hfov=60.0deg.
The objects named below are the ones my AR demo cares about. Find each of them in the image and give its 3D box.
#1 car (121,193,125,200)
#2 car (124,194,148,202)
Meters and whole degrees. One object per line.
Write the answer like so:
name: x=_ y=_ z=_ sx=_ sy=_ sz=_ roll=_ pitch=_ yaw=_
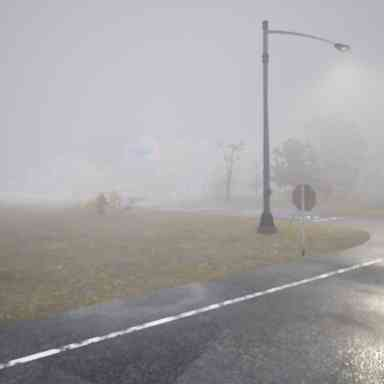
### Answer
car: x=-13.336 y=0.974 z=63.049 sx=1.812 sy=1.442 sz=4.674 roll=-1 pitch=1 yaw=-34
car: x=-9.495 y=1.064 z=57.376 sx=1.895 sy=1.301 sz=4.718 roll=-1 pitch=1 yaw=-33
